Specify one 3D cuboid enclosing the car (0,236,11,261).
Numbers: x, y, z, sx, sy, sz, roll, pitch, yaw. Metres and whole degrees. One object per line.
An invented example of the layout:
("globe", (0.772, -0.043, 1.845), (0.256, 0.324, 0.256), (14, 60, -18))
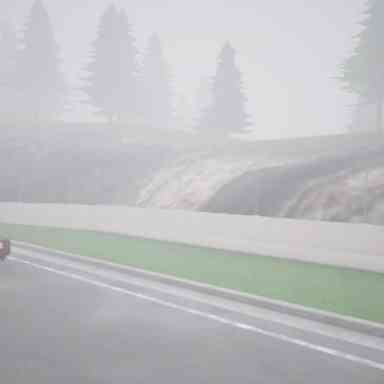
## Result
("car", (-7.028, 1.325, 9.057), (4.718, 1.301, 1.895), (2, 1, 35))
